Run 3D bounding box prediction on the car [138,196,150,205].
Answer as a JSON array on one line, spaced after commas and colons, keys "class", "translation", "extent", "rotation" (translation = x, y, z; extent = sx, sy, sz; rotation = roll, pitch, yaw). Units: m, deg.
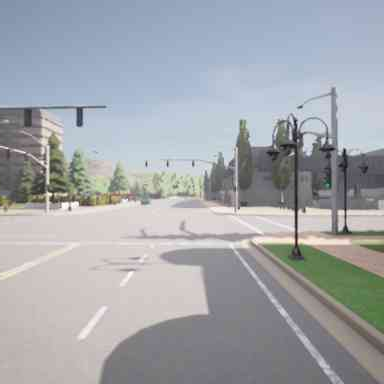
[{"class": "car", "translation": [-10.526, 2.219, 75.294], "extent": [1.837, 1.490, 4.892], "rotation": [0, -1, 0]}]
